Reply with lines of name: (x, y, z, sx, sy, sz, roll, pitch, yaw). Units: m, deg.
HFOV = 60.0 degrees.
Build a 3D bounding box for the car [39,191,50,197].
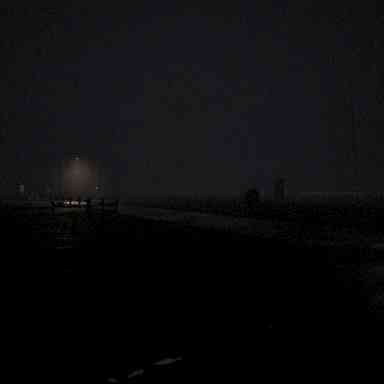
car: (-35.889, 0.442, 80.948, 1.837, 1.490, 4.892, -1, 1, -35)
